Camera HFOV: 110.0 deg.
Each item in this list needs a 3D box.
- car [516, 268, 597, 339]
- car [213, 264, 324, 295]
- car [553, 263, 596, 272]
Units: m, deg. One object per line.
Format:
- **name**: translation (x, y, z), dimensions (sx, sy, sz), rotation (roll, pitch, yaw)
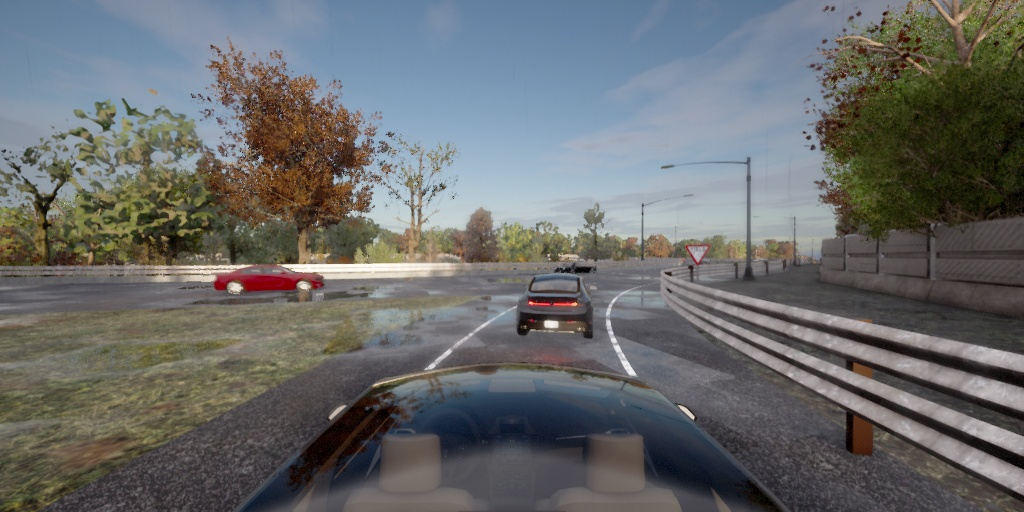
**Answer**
- **car**: translation (1.341, 1.252, 10.227), dimensions (1.837, 1.490, 4.892), rotation (0, 0, 11)
- **car**: translation (-13.003, 1.216, 19.473), dimensions (5.008, 1.535, 1.882), rotation (0, 0, -21)
- **car**: translation (6.638, 1.330, 37.429), dimensions (4.718, 1.301, 1.895), rotation (0, 0, -36)
